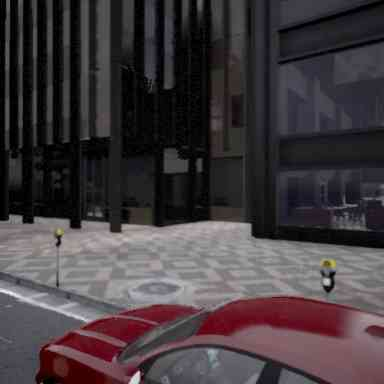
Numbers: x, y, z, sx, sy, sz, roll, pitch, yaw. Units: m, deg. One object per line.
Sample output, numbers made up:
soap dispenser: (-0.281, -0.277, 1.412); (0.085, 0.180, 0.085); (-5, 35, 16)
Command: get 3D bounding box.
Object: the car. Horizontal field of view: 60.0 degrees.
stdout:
car: (0.576, 1.543, 2.551); (4.507, 1.381, 1.887); (0, 0, 36)
